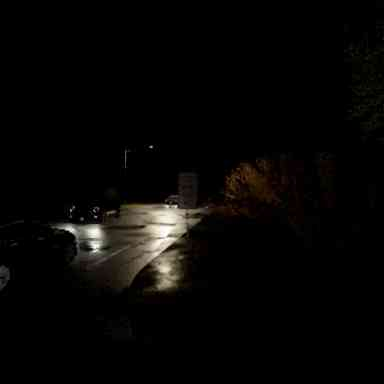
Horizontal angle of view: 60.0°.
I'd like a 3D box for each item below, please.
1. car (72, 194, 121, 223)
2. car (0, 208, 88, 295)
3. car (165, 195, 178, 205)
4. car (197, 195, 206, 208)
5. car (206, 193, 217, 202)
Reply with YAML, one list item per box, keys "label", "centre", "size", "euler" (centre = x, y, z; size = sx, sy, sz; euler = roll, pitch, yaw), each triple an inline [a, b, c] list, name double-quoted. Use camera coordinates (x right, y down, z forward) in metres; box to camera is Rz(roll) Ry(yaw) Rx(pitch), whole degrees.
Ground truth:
- label: "car"
  centre: [-6.488, 1.069, 22.717]
  size: [2.097, 1.767, 4.553]
  euler: [1, 1, 8]
- label: "car"
  centre: [-4.662, 1.370, 8.385]
  size: [1.837, 1.490, 4.892]
  euler: [1, 0, 7]
- label: "car"
  centre: [-2.452, 1.103, 48.115]
  size: [2.033, 1.411, 5.357]
  euler: [1, 1, 10]
- label: "car"
  centre: [0.260, 1.150, 42.378]
  size: [1.837, 1.490, 4.892]
  euler: [1, 0, 9]
- label: "car"
  centre: [3.304, 1.040, 59.630]
  size: [1.837, 1.490, 4.892]
  euler: [1, 0, 10]
